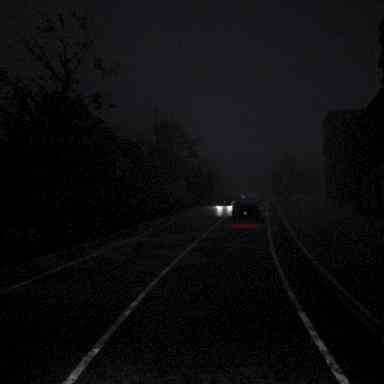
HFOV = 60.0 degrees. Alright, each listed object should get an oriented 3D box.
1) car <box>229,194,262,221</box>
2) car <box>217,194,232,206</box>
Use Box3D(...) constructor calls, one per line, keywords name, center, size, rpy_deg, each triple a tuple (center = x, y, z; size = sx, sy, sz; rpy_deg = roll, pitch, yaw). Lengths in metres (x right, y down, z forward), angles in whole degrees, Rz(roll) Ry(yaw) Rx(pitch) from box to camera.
Box3D(name="car", center=(4.112, 1.207, 24.871), size=(1.882, 1.535, 5.008), rpy_deg=(-1, 1, 12))
Box3D(name="car", center=(4.338, 0.981, 41.748), size=(1.994, 1.385, 4.181), rpy_deg=(-1, 1, 12))
